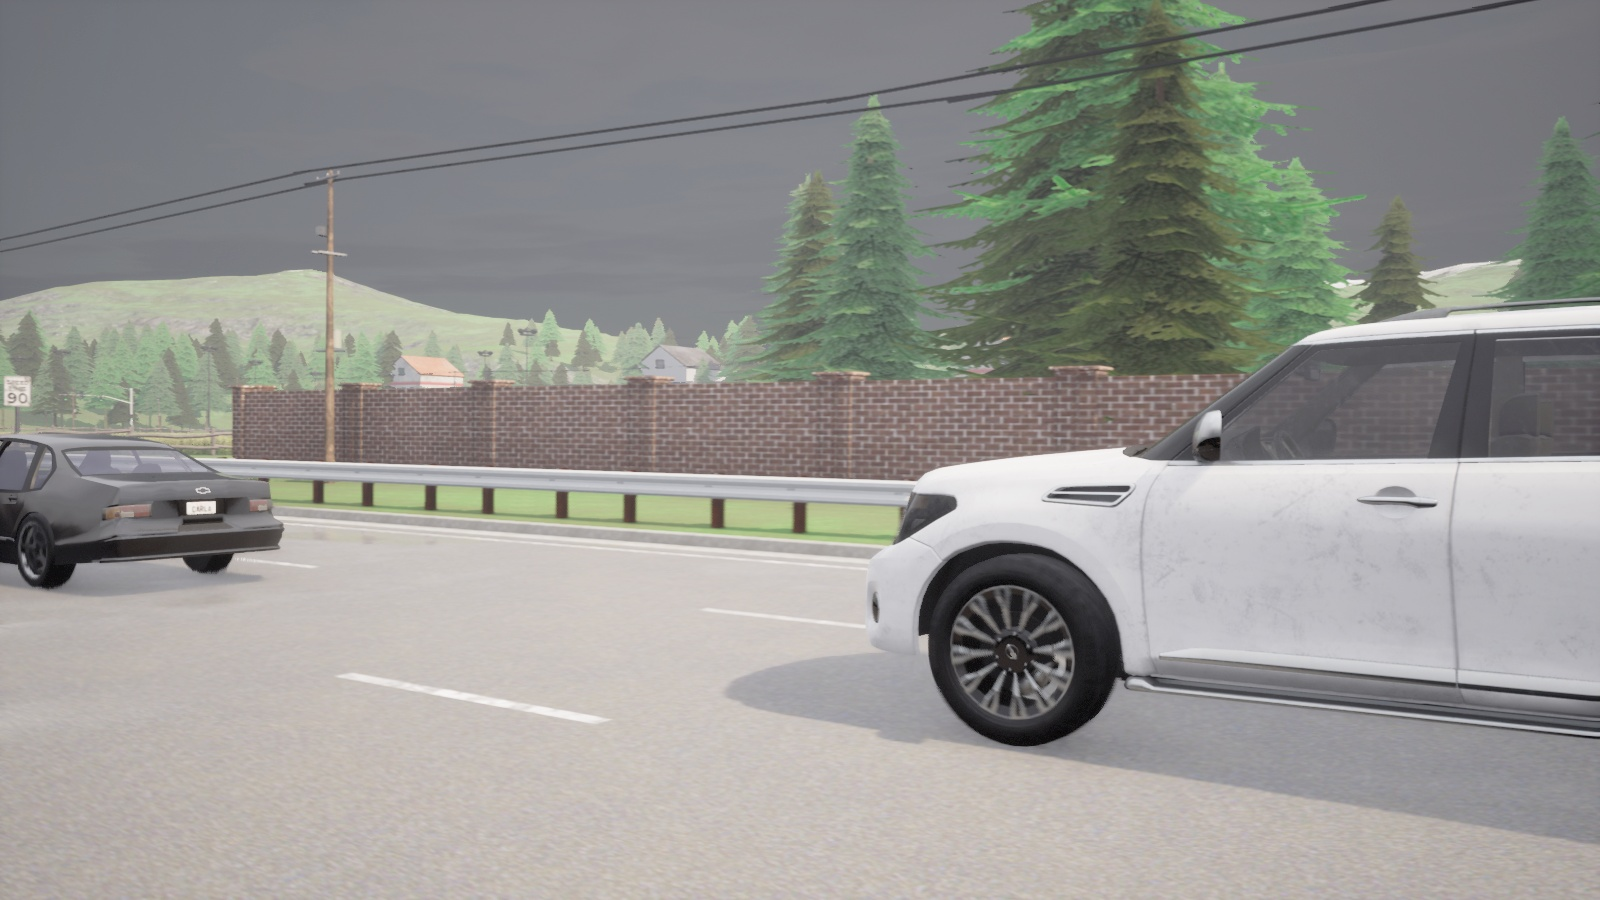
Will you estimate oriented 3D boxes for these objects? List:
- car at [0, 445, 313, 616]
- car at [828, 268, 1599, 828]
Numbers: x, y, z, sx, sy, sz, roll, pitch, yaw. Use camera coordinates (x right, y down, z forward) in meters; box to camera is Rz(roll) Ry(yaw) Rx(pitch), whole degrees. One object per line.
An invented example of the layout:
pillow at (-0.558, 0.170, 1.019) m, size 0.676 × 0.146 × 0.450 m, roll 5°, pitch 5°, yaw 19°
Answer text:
car at (-7.539, 0.672, 12.834) m, size 5.357 × 1.411 × 2.033 m, roll 0°, pitch 1°, yaw 34°
car at (3.063, 0.344, 5.785) m, size 5.566 × 2.045 × 2.150 m, roll 0°, pitch 1°, yaw 34°
